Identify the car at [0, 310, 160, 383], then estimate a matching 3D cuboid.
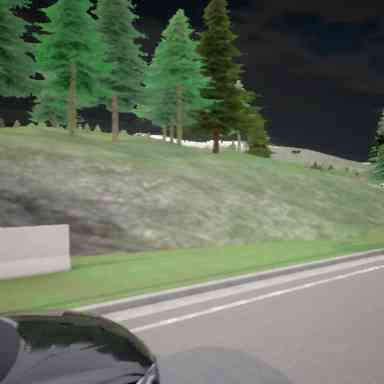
[{"bbox_3d":[-2.479,1.485,1.952,4.902,1.511,2.128,0,0,-36],"label":"car"}]
